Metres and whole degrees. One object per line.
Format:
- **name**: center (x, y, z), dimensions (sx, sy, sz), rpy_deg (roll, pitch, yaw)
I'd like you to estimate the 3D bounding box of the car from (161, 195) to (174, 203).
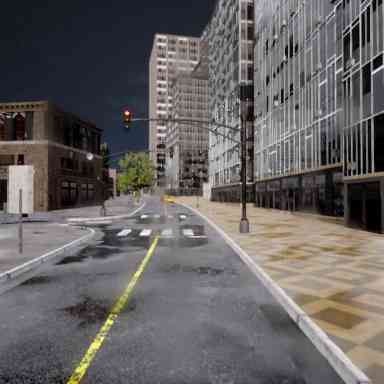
- **car**: center (-4.831, 1.466, 68.178), dimensions (1.882, 1.535, 5.008), rpy_deg (0, 0, -8)
